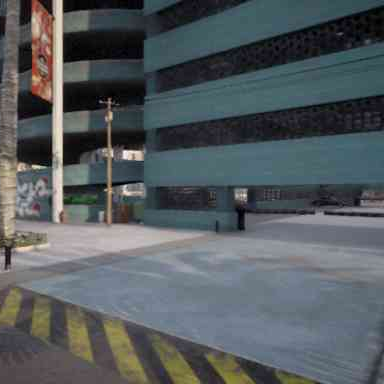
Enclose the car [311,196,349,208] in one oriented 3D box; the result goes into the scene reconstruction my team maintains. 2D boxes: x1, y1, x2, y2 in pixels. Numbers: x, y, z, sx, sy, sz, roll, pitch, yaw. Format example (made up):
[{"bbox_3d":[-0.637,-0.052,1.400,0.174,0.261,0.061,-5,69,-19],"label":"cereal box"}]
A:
[{"bbox_3d":[18.435,1.329,44.545,4.674,1.452,2.002,0,0,36],"label":"car"}]
